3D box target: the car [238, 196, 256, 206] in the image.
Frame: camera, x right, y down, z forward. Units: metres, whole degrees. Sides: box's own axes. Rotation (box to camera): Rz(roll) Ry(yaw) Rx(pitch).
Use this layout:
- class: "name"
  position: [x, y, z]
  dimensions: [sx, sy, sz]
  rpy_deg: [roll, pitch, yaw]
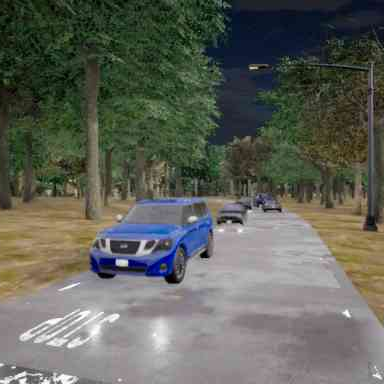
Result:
- class: "car"
  position: [6.687, 1.502, 42.981]
  dimensions: [2.033, 1.411, 5.357]
  rpy_deg: [0, 0, 6]

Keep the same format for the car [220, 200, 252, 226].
- class: "car"
  position: [3.029, 1.557, 24.039]
  dimensions: [2.033, 1.411, 5.357]
  rpy_deg: [0, 0, 14]

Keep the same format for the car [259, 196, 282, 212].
- class: "car"
  position: [9.019, 1.541, 37.774]
  dimensions: [1.994, 1.385, 4.181]
  rpy_deg: [0, 0, 8]

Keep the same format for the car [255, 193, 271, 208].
- class: "car"
  position: [10.122, 1.149, 47.723]
  dimensions: [2.150, 2.045, 5.566]
  rpy_deg: [0, 0, 3]

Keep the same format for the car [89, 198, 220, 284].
- class: "car"
  position: [-0.822, 1.225, 10.126]
  dimensions: [2.150, 2.045, 5.566]
  rpy_deg: [0, 0, 16]
